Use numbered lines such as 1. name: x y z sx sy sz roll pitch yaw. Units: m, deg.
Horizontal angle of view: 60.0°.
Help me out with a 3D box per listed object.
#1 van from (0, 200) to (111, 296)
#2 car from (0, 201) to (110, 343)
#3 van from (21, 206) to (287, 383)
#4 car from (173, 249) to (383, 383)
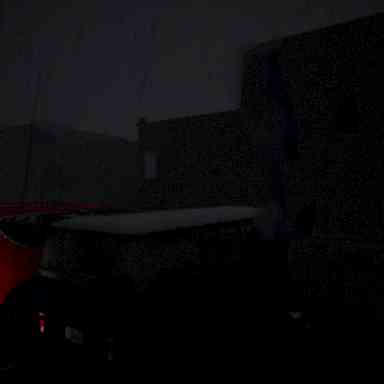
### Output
1. van: -4.413 1.253 8.437 1.878 1.987 4.442 0 0 36
2. car: -2.299 1.228 6.821 2.435 2.045 5.566 0 0 35
3. van: 0.018 1.254 5.277 1.878 1.987 4.442 0 0 35
4. car: 2.220 1.481 3.571 2.231 1.521 4.892 0 0 35
